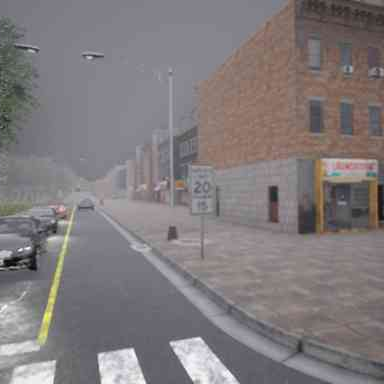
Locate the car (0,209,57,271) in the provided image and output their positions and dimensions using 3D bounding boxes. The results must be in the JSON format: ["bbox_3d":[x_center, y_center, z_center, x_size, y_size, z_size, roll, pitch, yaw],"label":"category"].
[{"bbox_3d":[-5.874,1.562,10.959,2.128,1.511,4.902,-1,0,-19],"label":"car"}]

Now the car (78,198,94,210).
[{"bbox_3d":[-13.775,1.622,43.246,1.994,1.385,4.181,-1,0,-19],"label":"car"}]

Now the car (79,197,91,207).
[{"bbox_3d":[-17.250,1.638,53.439,1.812,1.442,4.674,-1,0,-19],"label":"car"}]

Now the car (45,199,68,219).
[{"bbox_3d":[-12.007,1.411,28.963,2.097,1.767,4.553,-1,0,-19],"label":"car"}]

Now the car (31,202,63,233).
[{"bbox_3d":[-8.832,1.582,19.633,1.812,1.442,4.674,-1,0,-19],"label":"car"}]
